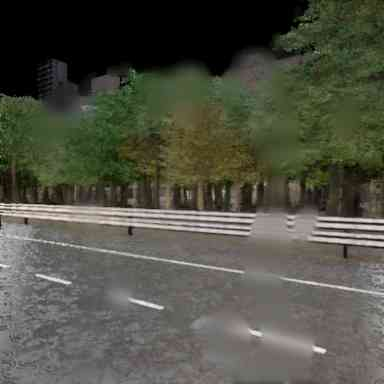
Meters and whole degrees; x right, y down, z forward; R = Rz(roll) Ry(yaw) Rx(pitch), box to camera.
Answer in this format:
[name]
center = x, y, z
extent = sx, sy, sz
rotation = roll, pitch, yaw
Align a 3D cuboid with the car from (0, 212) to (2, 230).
[car]
center = -11.571, 1.225, 16.445
extent = 5.566, 2.045, 2.150
rotation = 0, 0, 36
